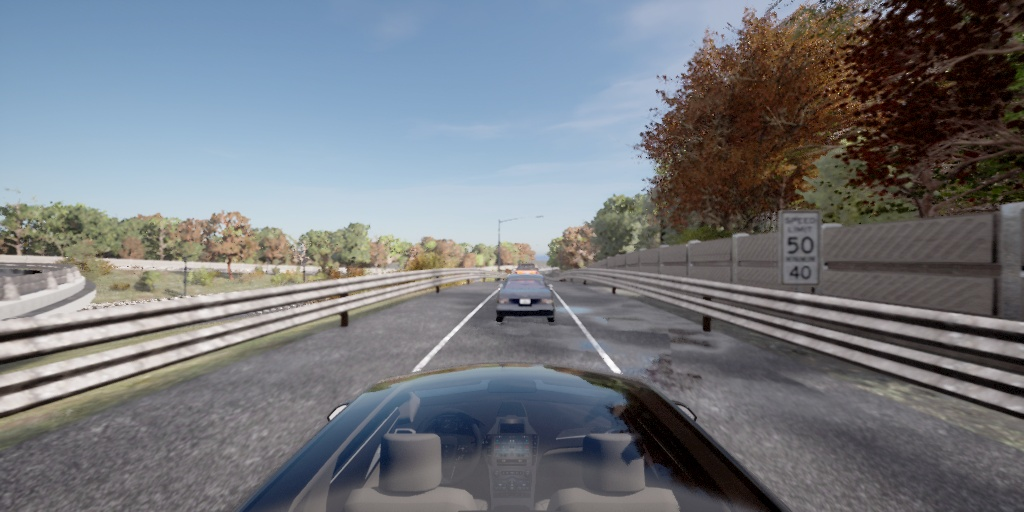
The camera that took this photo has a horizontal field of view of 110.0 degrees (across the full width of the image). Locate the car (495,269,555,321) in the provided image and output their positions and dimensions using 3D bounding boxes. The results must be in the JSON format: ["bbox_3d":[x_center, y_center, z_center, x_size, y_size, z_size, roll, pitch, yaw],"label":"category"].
[{"bbox_3d":[0.469,1.329,12.497,2.033,1.411,5.357,0,0,2],"label":"car"}]

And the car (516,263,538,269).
[{"bbox_3d":[1.142,1.502,29.226,2.097,1.767,4.553,0,-2,3],"label":"car"}]
